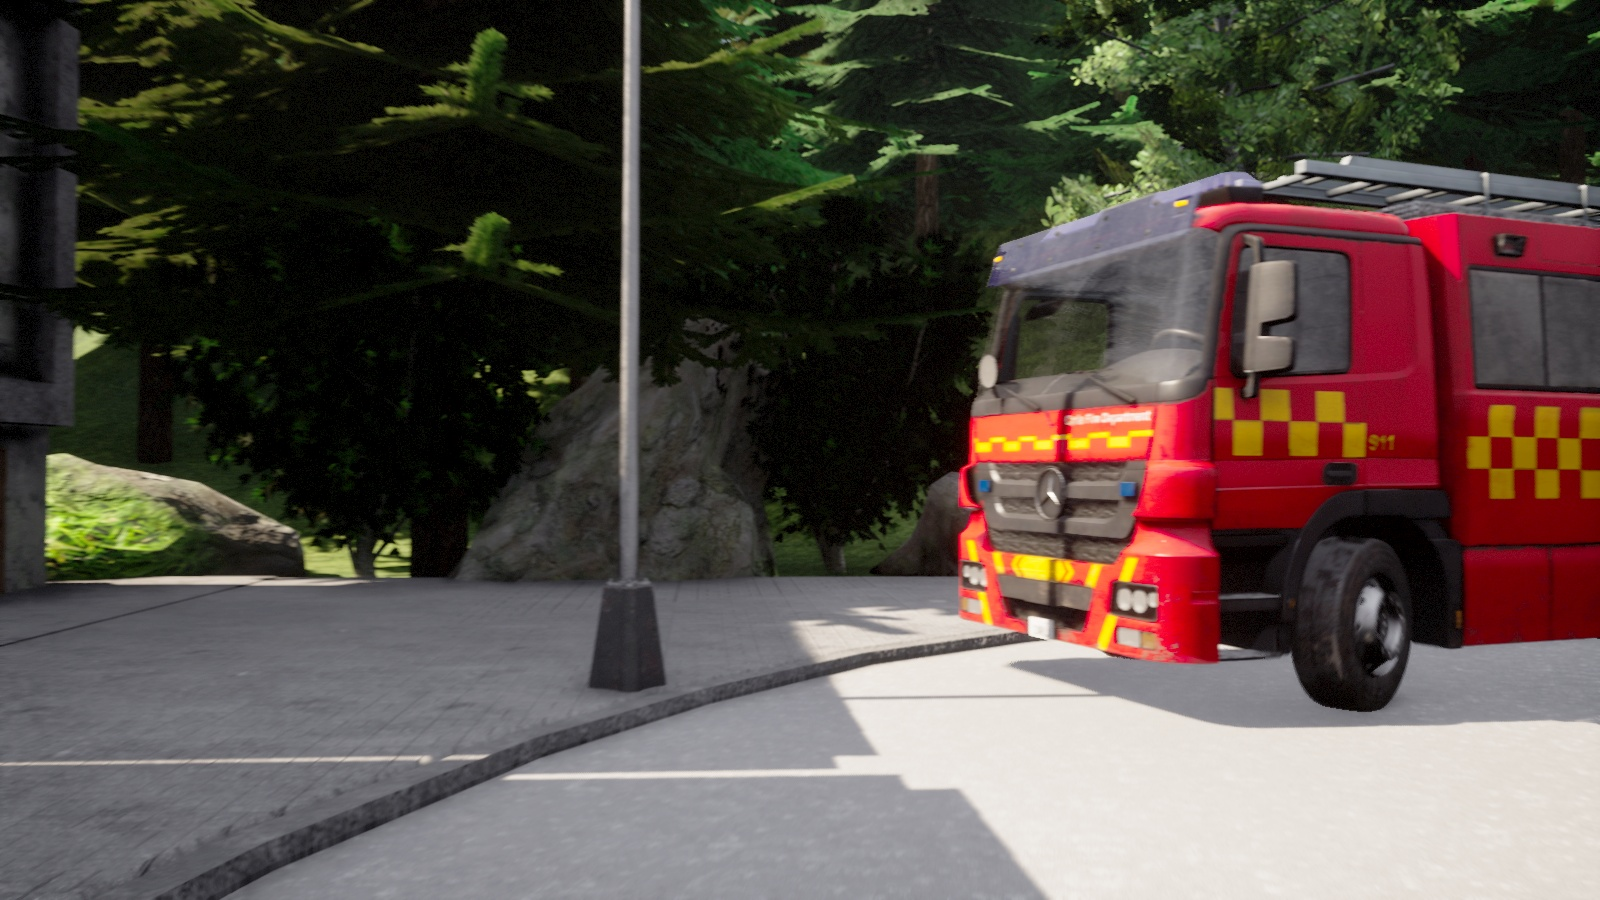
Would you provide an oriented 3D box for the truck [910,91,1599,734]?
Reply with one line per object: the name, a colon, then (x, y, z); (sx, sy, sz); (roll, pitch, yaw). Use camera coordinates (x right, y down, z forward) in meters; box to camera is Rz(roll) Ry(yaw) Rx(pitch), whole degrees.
truck: (5.369, -0.193, 10.379); (8.468, 3.827, 2.891); (0, -1, -22)
